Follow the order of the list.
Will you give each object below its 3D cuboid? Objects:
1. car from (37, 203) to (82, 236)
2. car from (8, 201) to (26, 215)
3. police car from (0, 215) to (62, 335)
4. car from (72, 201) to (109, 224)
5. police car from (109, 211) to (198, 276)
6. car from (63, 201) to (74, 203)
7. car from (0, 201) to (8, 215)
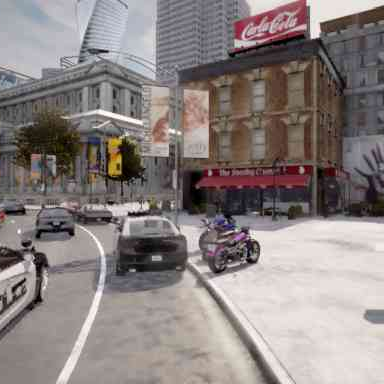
[{"bbox_3d":[-7.514,1.542,18.061,2.033,1.411,5.357,0,0,-25],"label":"car"},{"bbox_3d":[-18.332,1.549,33.387,1.994,1.385,4.181,0,0,-45],"label":"car"},{"bbox_3d":[-3.692,1.422,5.164,1.930,1.638,5.238,0,0,-9],"label":"police car"},{"bbox_3d":[-7.348,1.590,24.614,1.895,1.301,4.718,0,0,-28],"label":"car"},{"bbox_3d":[-1.526,1.424,10.675,1.930,1.638,5.238,0,0,-15],"label":"police car"},{"bbox_3d":[-10.641,1.512,29.304,2.002,1.452,4.674,0,0,-38],"label":"car"},{"bbox_3d":[-11.726,1.341,18.580,2.097,1.767,4.553,0,0,-27],"label":"car"}]
